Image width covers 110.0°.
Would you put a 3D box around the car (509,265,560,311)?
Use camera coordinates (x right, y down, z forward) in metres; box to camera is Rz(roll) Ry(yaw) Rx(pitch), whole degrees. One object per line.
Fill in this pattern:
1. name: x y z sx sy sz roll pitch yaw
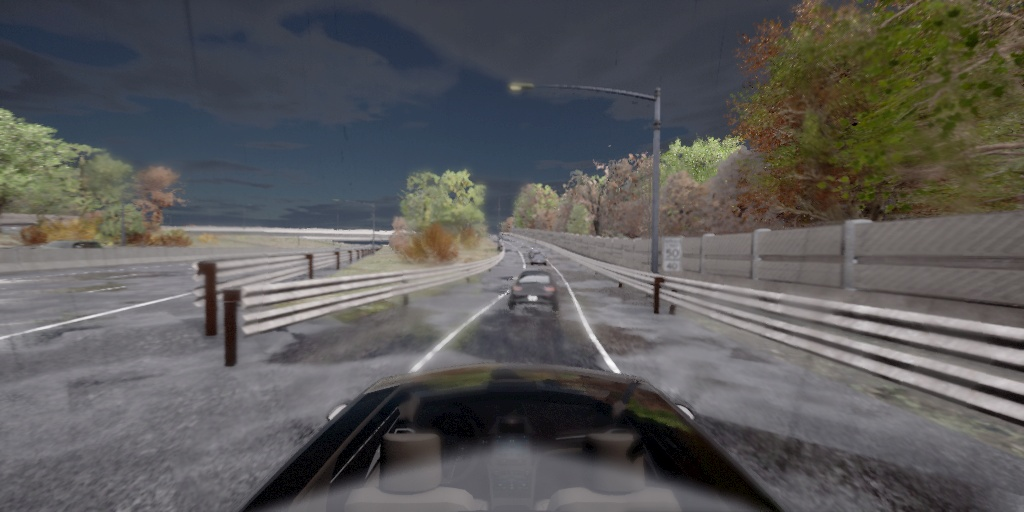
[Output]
1. car: 0.975 1.297 14.675 1.812 1.442 4.674 1 0 6

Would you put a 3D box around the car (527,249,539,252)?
1. car: 3.440 -0.319 55.101 2.128 1.511 4.902 1 5 -1

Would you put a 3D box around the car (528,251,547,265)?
1. car: 3.286 0.439 45.066 1.994 1.385 4.181 1 3 1

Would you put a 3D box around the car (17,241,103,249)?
1. car: -38.253 -0.319 30.922 2.150 2.045 5.566 0 1 -19
